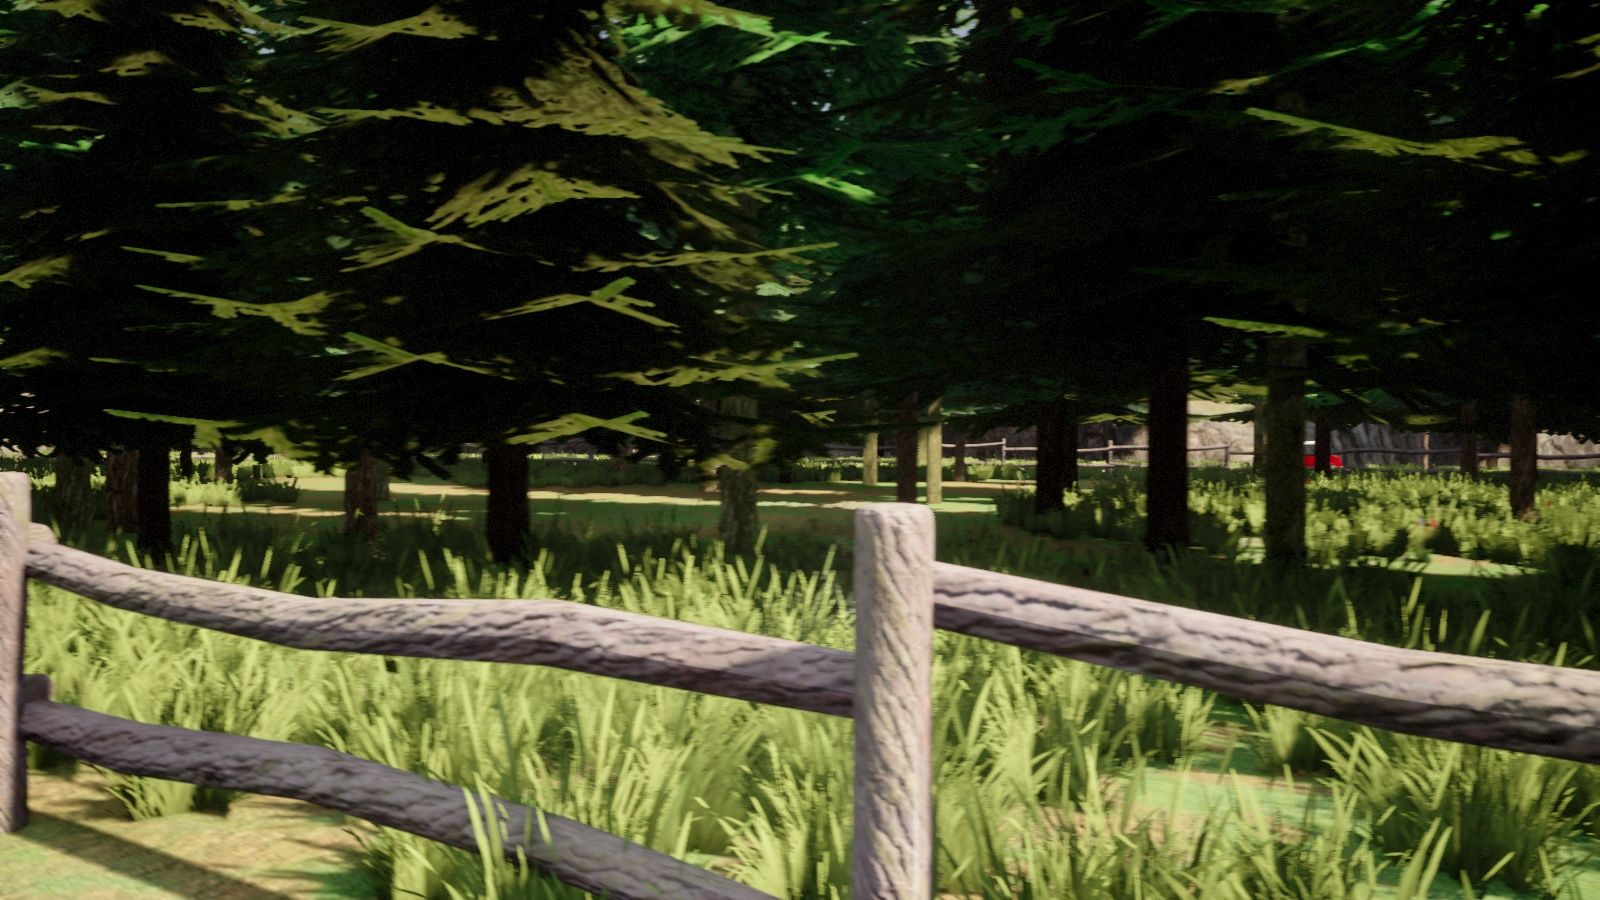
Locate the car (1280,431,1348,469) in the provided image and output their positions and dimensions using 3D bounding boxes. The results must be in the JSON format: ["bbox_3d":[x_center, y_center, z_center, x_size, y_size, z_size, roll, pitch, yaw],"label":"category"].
[{"bbox_3d":[19.409,-0.010,47.472,2.207,1.376,1.481,-1,1,16],"label":"car"}]
